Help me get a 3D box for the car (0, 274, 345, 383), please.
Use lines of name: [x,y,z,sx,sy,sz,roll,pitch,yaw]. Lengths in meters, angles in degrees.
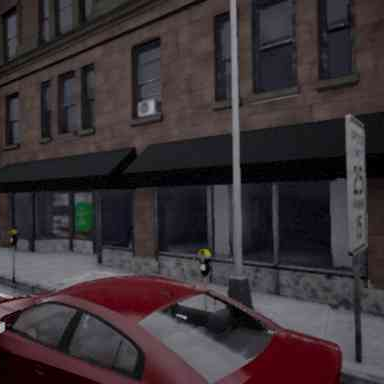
car: [-0.835,1.573,3.450,4.507,1.381,1.887,-1,-1,35]
